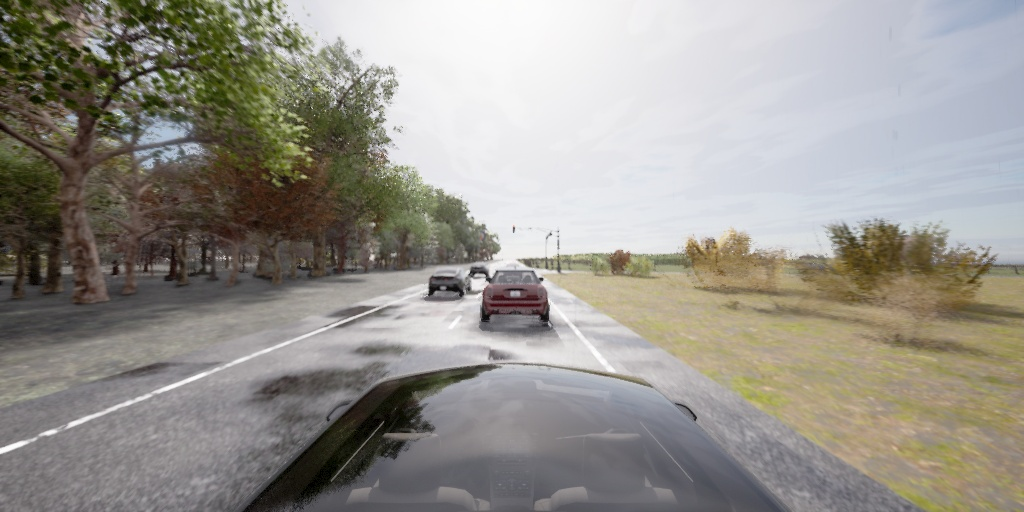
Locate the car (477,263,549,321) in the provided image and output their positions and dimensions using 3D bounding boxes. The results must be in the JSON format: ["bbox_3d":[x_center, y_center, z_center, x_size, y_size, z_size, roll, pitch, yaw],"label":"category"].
[{"bbox_3d":[0.100,1.160,12.867,2.097,1.767,4.553,0,0,0],"label":"car"}]

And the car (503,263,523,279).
[{"bbox_3d":[0.098,1.441,34.961,1.812,1.442,4.674,0,-1,0],"label":"car"}]

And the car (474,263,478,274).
[{"bbox_3d":[-3.402,1.434,38.069,1.837,1.490,4.892,0,-1,0],"label":"car"}]

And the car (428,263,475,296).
[{"bbox_3d":[-3.402,1.348,20.159,1.837,1.490,4.892,0,0,0],"label":"car"}]
